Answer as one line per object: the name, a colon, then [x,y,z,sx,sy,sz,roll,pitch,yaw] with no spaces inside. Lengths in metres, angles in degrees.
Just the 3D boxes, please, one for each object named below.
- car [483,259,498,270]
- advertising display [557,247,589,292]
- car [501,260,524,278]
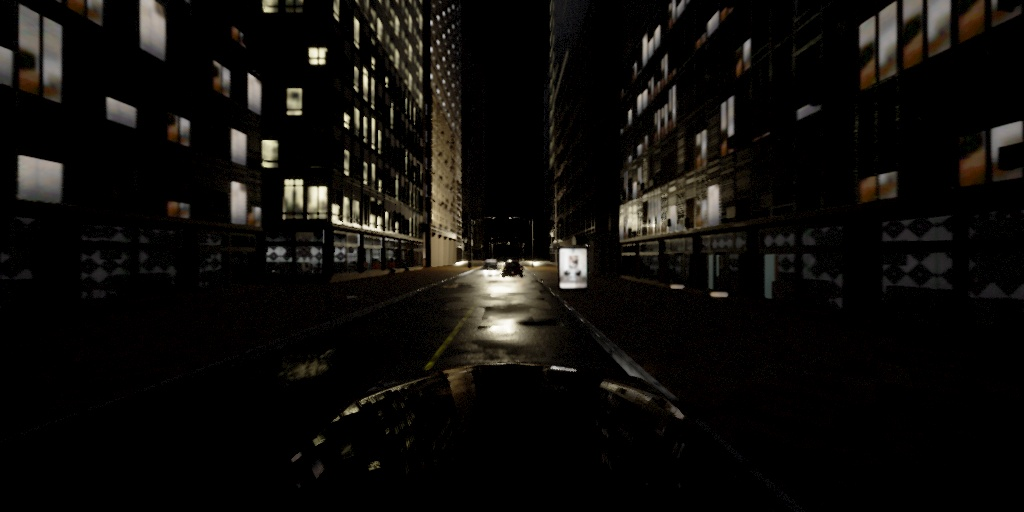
car: [-3.050,1.191,51.634,2.128,1.511,4.902,0,0,1]
advertising display: [3.139,0.759,18.444,1.540,2.440,0.280,0,0,0]
car: [0.067,1.245,33.394,1.812,1.442,4.674,0,0,0]
